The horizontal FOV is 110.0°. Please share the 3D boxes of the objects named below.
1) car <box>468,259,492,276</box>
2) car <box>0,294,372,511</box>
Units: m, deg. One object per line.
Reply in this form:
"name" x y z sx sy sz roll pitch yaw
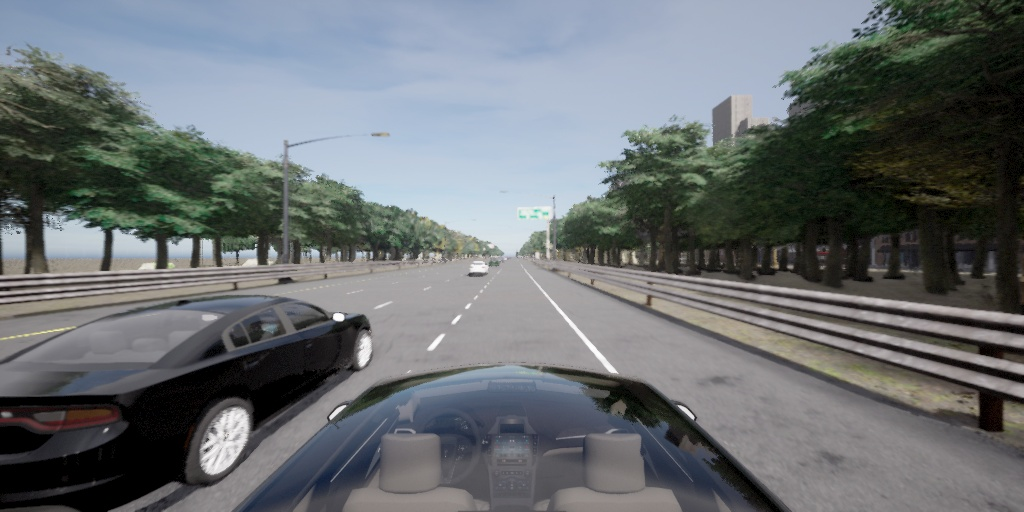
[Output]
"car" -3.436 1.281 37.804 1.812 1.442 4.674 0 0 0
"car" -3.502 1.228 4.653 1.882 1.535 5.008 0 0 0
